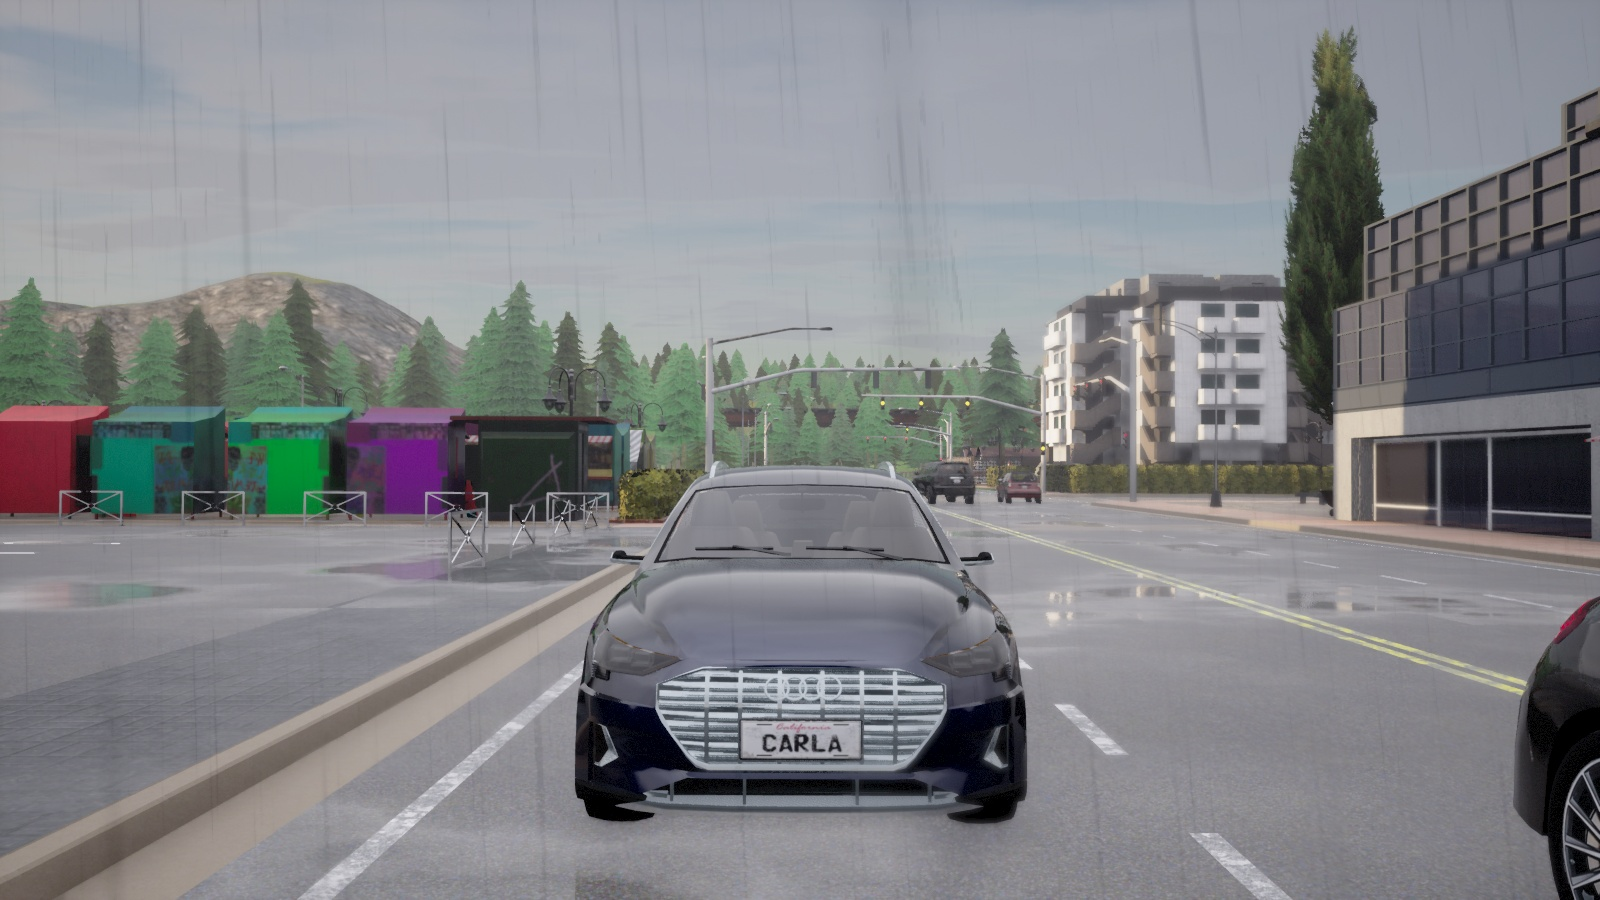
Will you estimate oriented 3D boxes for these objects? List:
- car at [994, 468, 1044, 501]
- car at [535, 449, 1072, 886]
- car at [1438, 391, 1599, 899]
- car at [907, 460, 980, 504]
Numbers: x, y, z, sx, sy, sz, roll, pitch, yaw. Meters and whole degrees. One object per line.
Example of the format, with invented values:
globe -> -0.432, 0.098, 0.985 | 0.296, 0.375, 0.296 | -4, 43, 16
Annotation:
car -> 10.973, 1.728, 63.209 | 1.851, 1.617, 3.988 | 0, -1, 0
car -> 0.019, 0.865, 7.197 | 2.033, 1.649, 4.856 | 0, -1, 0
car -> 3.494, 0.617, 2.241 | 2.152, 1.651, 5.027 | 0, -1, 0
car -> 6.943, 1.538, 61.626 | 2.150, 2.045, 5.566 | 0, -1, -9
